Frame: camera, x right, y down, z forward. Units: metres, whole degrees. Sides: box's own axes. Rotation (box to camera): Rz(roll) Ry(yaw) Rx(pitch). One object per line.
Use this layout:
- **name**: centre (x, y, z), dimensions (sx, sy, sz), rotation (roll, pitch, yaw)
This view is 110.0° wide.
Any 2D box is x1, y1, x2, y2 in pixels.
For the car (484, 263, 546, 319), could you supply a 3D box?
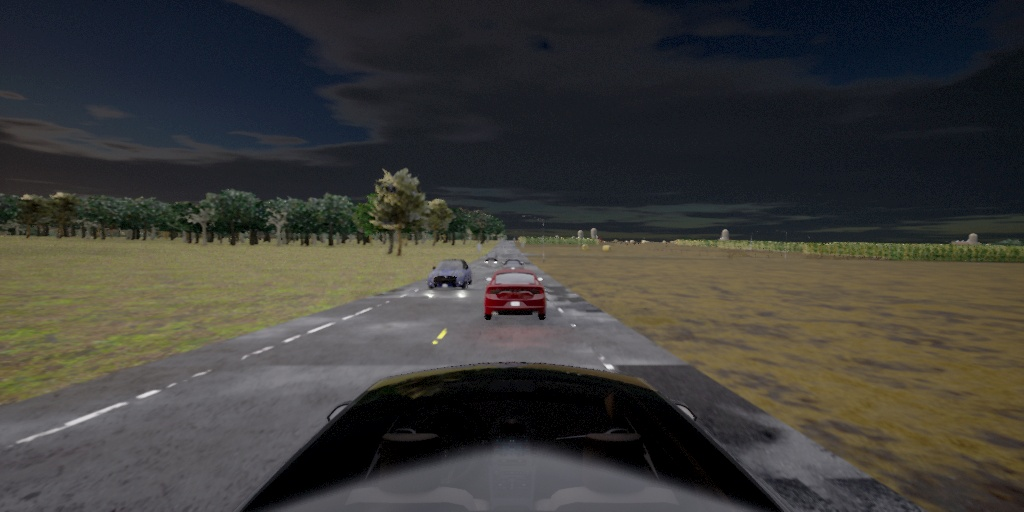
- **car**: centre (0.095, 1.190, 12.674), dimensions (1.882, 1.535, 5.008), rotation (0, 0, 0)

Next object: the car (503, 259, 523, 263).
- **car**: centre (0.088, 1.001, 33.491), dimensions (1.994, 1.385, 4.181), rotation (0, 1, 0)

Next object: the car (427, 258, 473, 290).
- **car**: centre (-3.606, 0.980, 21.518), dimensions (2.097, 1.767, 4.553), rotation (0, 1, 0)

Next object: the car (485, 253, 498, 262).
- **car**: centre (-3.555, 0.206, 62.540), dimensions (1.837, 1.490, 4.892), rotation (0, 2, 1)
